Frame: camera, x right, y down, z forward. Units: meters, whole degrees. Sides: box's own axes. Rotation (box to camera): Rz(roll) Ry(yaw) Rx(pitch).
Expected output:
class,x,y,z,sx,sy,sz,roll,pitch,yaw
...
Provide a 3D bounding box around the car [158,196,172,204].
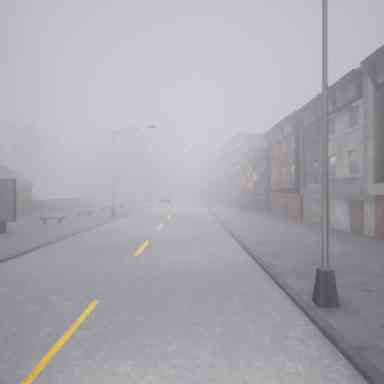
class,x,y,z,sx,sy,sz,roll,pitch,yaw
car,-4.170,1.296,51.714,1.882,1.535,5.008,0,0,0
